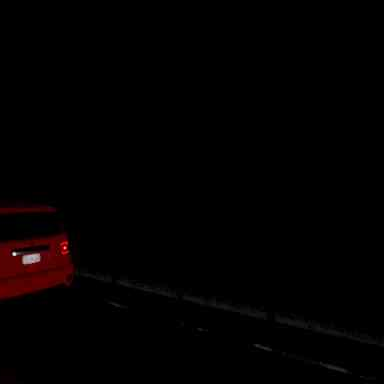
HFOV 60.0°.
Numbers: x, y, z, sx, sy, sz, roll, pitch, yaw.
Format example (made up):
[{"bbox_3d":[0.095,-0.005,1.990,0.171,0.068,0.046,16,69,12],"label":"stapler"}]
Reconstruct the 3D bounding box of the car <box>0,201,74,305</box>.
[{"bbox_3d":[-4.893,1.217,7.164,5.566,2.045,2.150,0,0,35],"label":"car"}]
